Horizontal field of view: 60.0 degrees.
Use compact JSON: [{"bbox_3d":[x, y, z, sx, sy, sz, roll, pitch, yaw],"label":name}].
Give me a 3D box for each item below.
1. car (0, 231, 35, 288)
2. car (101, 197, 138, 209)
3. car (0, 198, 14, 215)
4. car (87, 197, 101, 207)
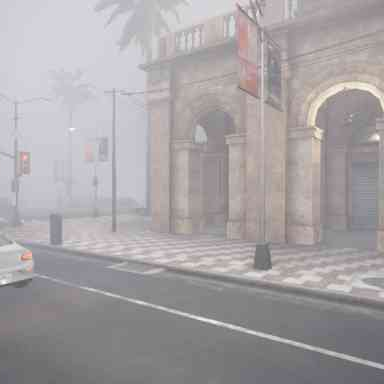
[{"bbox_3d":[-5.584,1.526,7.930,4.674,1.442,1.812,0,0,36],"label":"car"},{"bbox_3d":[-9.625,1.506,45.679,1.837,1.490,4.892,0,0,36],"label":"car"},{"bbox_3d":[-19.443,1.351,31.946,2.097,1.767,4.553,0,0,36],"label":"car"},{"bbox_3d":[-13.884,1.513,51.058,2.161,1.482,4.786,0,0,35],"label":"car"}]
